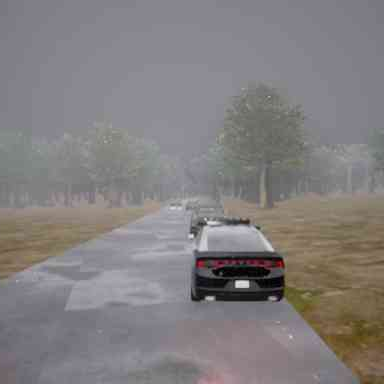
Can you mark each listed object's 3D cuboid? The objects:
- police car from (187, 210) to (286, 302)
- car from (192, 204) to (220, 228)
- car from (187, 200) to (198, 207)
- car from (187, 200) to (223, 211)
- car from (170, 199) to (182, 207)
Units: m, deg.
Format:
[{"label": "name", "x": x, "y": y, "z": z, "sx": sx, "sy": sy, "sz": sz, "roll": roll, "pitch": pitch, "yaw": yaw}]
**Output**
[{"label": "police car", "x": 0.917, "y": 1.488, "z": 8.608, "sx": 1.930, "sy": 1.638, "sz": 5.238, "roll": 0, "pitch": 0, "yaw": 0}, {"label": "car", "x": 0.954, "y": 1.692, "z": 24.498, "sx": 1.837, "sy": 1.490, "sz": 4.892, "roll": 0, "pitch": 0, "yaw": 0}, {"label": "car", "x": 0.085, "y": 2.119, "z": 63.205, "sx": 1.895, "sy": 1.301, "sz": 4.718, "roll": 0, "pitch": -1, "yaw": 0}, {"label": "car", "x": 0.939, "y": 1.489, "z": 18.471, "sx": 2.097, "sy": 1.767, "sz": 4.553, "roll": 0, "pitch": 0, "yaw": 0}, {"label": "car", "x": -2.862, "y": 2.059, "z": 60.825, "sx": 1.994, "sy": 1.385, "sz": 4.181, "roll": 0, "pitch": -1, "yaw": 0}]
